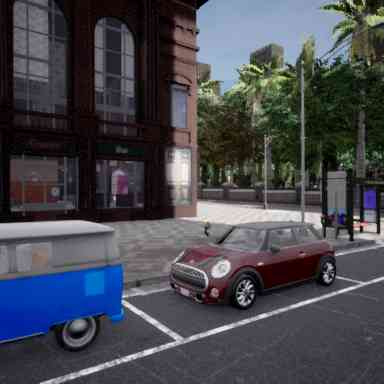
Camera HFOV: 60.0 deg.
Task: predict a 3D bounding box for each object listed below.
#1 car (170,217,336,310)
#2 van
[{"bbox_3d":[1.475,1.439,7.710,4.097,1.590,1.967,0,0,-36],"label":"car"},{"bbox_3d":[-2.941,1.341,4.557,3.998,1.788,1.690,0,0,-36],"label":"van"}]
